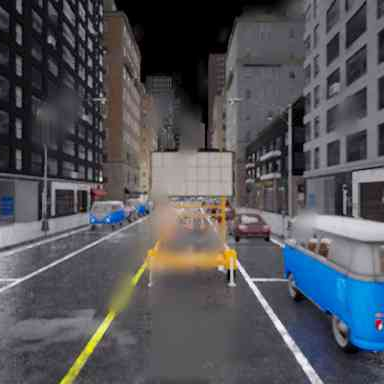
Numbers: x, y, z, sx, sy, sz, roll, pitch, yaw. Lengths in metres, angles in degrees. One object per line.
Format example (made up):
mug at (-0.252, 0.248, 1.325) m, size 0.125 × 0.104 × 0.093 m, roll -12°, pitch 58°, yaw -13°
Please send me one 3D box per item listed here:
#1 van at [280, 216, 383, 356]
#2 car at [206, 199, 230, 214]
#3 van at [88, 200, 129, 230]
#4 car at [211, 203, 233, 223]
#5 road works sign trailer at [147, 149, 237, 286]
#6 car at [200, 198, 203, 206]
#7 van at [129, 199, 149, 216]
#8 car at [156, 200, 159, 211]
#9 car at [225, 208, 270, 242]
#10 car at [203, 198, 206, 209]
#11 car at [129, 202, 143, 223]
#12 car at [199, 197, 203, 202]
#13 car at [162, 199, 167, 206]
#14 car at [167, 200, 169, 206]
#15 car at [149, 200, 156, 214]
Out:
van at (2.855, 1.393, 5.981) m, size 1.690 × 1.788 × 3.998 m, roll 0°, pitch 0°, yaw 0°
car at (2.847, 1.603, 33.487) m, size 2.192 × 1.841 × 5.009 m, roll 0°, pitch -1°, yaw 0°
van at (-5.675, 1.534, 22.483) m, size 1.690 × 1.788 × 3.998 m, roll 0°, pitch 0°, yaw 0°
car at (2.849, 1.822, 27.983) m, size 1.802 × 1.307 × 4.206 m, roll 0°, pitch 0°, yaw 0°
road works sign trailer at (-0.002, 0.548, 9.666) m, size 2.380 × 3.560 × 2.880 m, roll 0°, pitch 0°, yaw 0°
car at (2.841, 2.034, 55.490) m, size 2.008 × 1.369 × 4.403 m, roll 0°, pitch -1°, yaw 0°
van at (-5.678, 1.629, 33.484) m, size 1.690 × 1.788 × 3.998 m, roll 0°, pitch 0°, yaw 0°
car at (-5.681, 1.967, 44.485) m, size 1.802 × 1.307 × 4.206 m, roll 0°, pitch -1°, yaw 0°
car at (2.852, 1.728, 16.981) m, size 1.802 × 1.307 × 4.206 m, roll 0°, pitch 0°, yaw 0°
car at (2.844, 1.825, 44.488) m, size 1.967 × 1.590 × 4.097 m, roll 0°, pitch -1°, yaw 0°
car at (-5.677, 1.791, 27.981) m, size 2.008 × 1.369 × 4.403 m, roll 0°, pitch 0°, yaw 0°
car at (2.838, 2.148, 66.492) m, size 1.947 × 1.339 × 4.313 m, roll 0°, pitch -1°, yaw 0°
car at (-5.684, 2.049, 55.487) m, size 1.947 × 1.339 × 4.313 m, roll 0°, pitch -1°, yaw 0°
car at (-5.686, 2.114, 60.988) m, size 1.802 × 1.307 × 4.206 m, roll 0°, pitch -1°, yaw 0°
car at (-5.680, 1.902, 38.984) m, size 1.947 × 1.339 × 4.313 m, roll 0°, pitch -1°, yaw 0°
